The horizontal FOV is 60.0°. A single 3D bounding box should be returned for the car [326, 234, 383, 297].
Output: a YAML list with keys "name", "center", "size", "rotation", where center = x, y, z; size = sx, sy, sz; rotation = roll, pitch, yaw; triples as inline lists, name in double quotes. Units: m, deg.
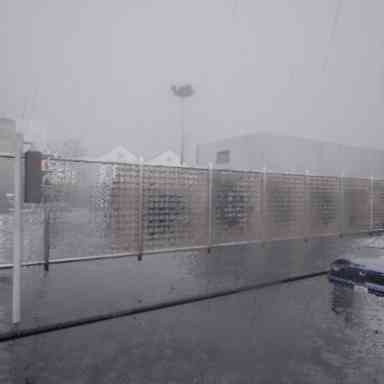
- name: "car"
  center: [5.736, 1.665, 8.411]
  size: [5.357, 1.411, 2.033]
  rotation: [1, 0, -34]
